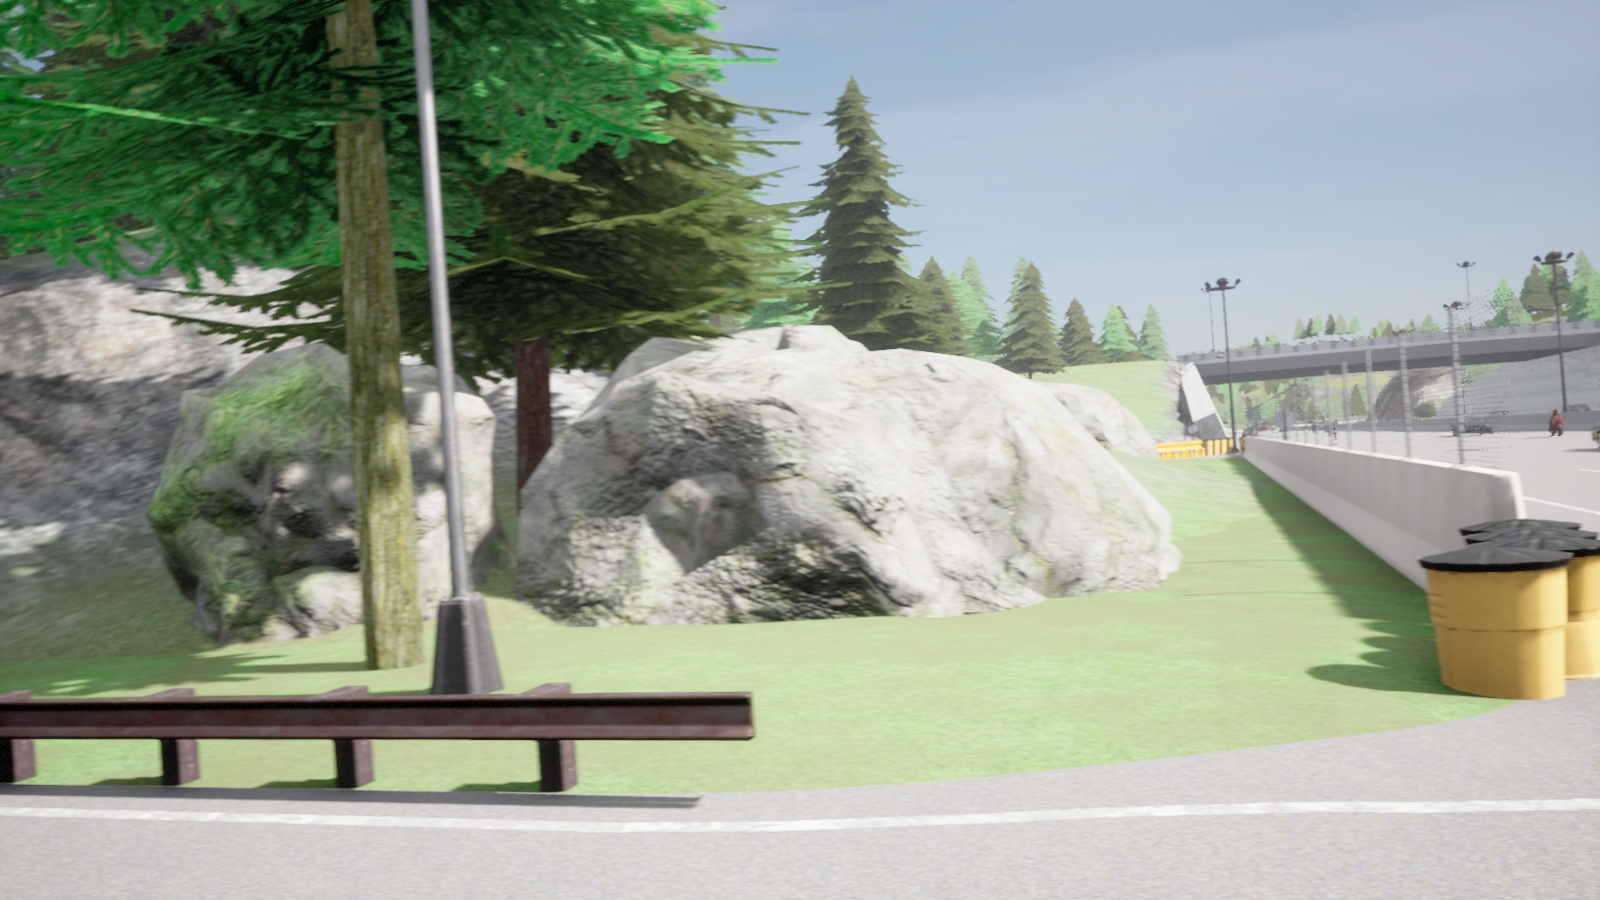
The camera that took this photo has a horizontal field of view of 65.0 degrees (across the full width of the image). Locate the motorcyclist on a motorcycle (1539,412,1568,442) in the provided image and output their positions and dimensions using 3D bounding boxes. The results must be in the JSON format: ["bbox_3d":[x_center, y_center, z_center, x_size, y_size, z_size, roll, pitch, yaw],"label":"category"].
[{"bbox_3d":[40.020,-1.198,66.734,0.797,1.523,2.044,-4,-1,18],"label":"motorcyclist on a motorcycle"}]

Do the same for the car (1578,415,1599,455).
[{"bbox_3d":[28.971,-0.585,43.557,2.033,1.411,5.357,-4,0,18],"label":"car"}]

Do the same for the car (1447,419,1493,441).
[{"bbox_3d":[46.661,-1.389,87.548,1.994,1.385,4.181,-4,0,18],"label":"car"}]
